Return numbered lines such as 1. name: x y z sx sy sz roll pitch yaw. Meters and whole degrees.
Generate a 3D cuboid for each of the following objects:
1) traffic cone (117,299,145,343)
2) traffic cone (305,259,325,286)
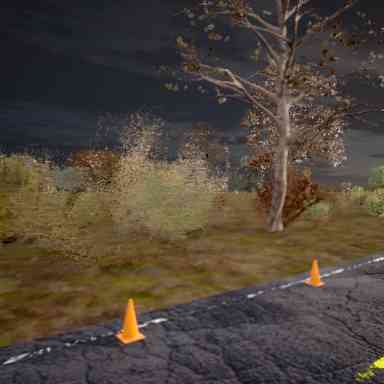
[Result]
1. traffic cone: -0.950 1.957 5.166 0.340 0.580 0.340 0 0 -36
2. traffic cone: 3.014 1.943 8.129 0.340 0.580 0.340 0 0 -37
